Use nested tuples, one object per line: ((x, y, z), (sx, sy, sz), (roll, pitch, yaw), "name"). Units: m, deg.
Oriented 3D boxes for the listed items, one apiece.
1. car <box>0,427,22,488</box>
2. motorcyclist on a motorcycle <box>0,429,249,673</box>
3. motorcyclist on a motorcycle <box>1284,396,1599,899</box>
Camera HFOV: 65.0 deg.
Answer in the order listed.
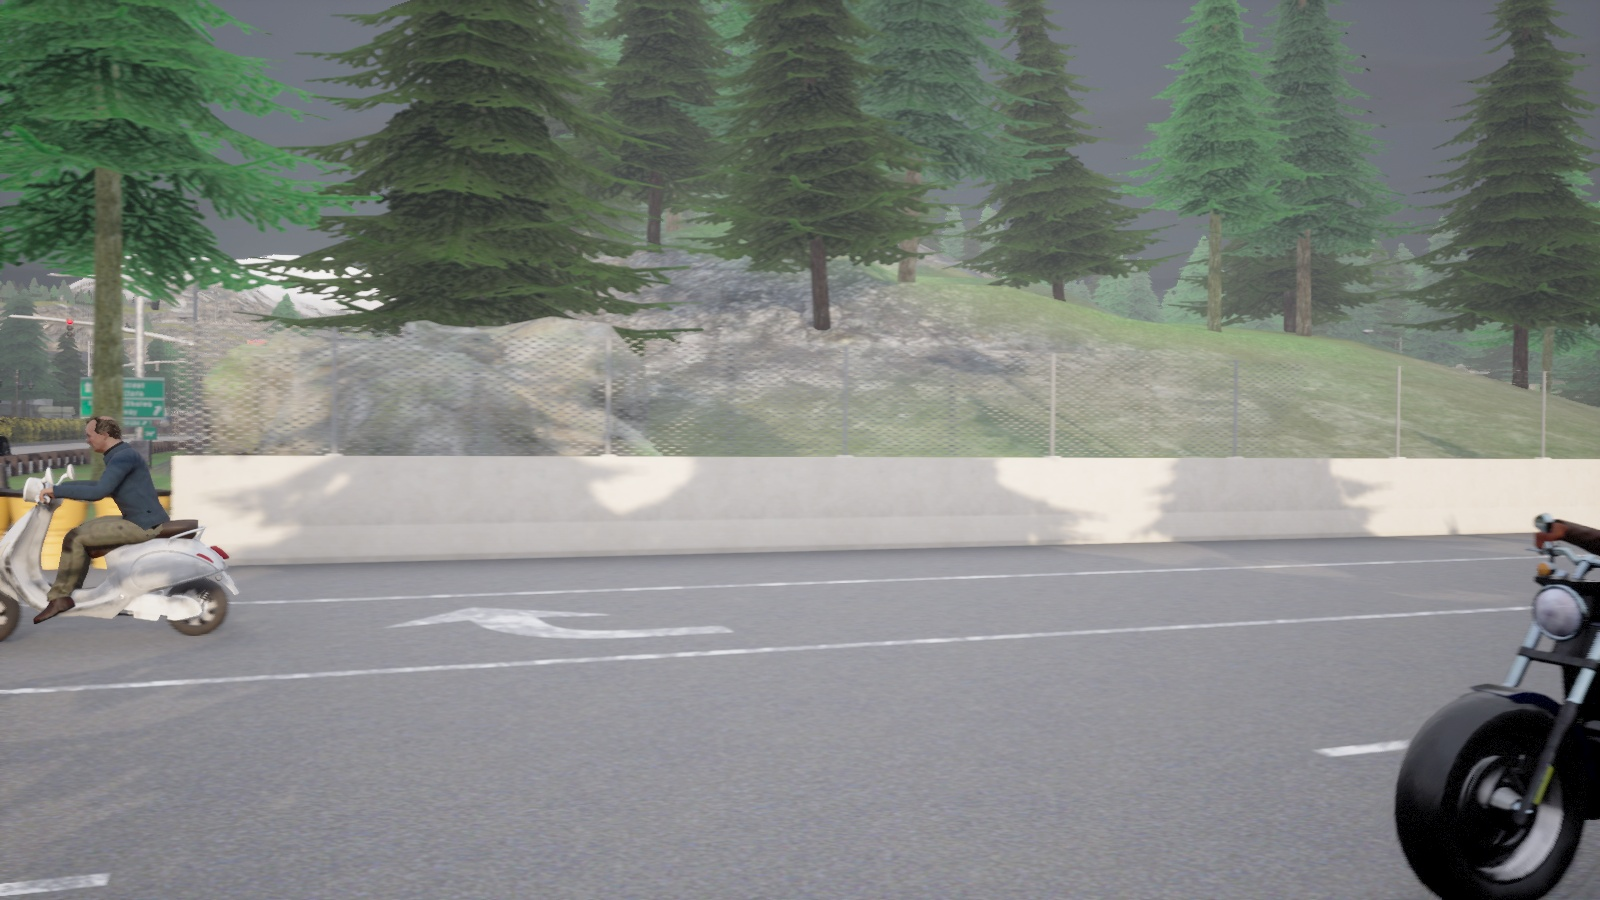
((-22.735, 0.227, 33.842), (2.033, 1.649, 4.856), (-1, 1, -20), "car")
((-4.918, 0.660, 8.859), (1.817, 1.590, 0.866), (-1, 1, -21), "motorcyclist on a motorcycle")
((2.890, 0.646, 4.336), (2.350, 1.649, 0.766), (-1, 1, -21), "motorcyclist on a motorcycle")
